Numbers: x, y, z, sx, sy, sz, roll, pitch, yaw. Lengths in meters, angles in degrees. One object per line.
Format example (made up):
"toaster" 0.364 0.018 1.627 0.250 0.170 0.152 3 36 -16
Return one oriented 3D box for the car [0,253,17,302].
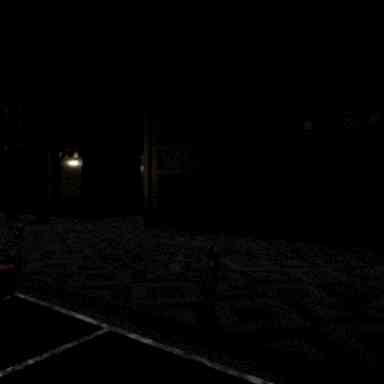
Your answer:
"car" -5.333 1.482 6.751 4.507 1.381 1.887 1 0 35
